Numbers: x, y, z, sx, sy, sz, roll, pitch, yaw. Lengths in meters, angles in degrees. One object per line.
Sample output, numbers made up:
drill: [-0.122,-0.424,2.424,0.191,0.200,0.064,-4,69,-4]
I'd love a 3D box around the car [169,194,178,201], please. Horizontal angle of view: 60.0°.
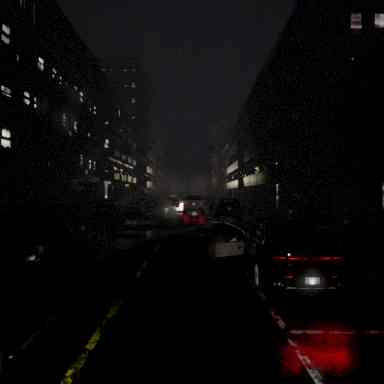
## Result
car: [-5.345,1.518,95.350,2.192,1.841,5.009,0,0,0]

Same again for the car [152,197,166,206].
car: [-5.489,1.599,55.351,1.752,1.417,4.829,0,0,0]

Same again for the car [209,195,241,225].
car: [2.792,1.337,27.038,2.192,1.841,5.009,0,0,0]

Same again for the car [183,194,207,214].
car: [0.197,1.258,35.980,2.150,2.045,5.566,0,0,1]

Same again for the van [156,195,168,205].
van: [-5.466,1.429,61.209,1.690,1.788,3.998,0,0,0]

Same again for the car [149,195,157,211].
car: [-5.548,1.480,38.451,1.967,1.590,4.097,0,0,0]

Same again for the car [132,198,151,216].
car: [-5.569,1.582,32.760,2.008,1.369,4.403,0,0,0]

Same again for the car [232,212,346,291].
car: [2.386,1.508,8.989,1.837,1.490,4.892,0,0,0]

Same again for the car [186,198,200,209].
car: [0.202,1.559,46.238,1.837,1.490,4.892,0,0,1]

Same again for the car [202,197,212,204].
car: [2.932,1.649,66.867,1.887,1.381,4.507,0,0,0]

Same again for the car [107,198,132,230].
car: [-5.609,1.330,21.379,2.192,1.841,5.009,0,0,0]

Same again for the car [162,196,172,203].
car: [-5.428,1.647,72.419,1.752,1.417,4.829,0,0,0]

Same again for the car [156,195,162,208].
car: [-5.507,1.376,49.830,2.192,1.841,5.009,0,0,0]

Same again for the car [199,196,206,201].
car: [3.034,1.785,95.318,1.802,1.307,4.206,0,0,0]

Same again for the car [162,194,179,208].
car: [-2.921,1.537,49.257,1.882,1.535,5.008,0,0,0]

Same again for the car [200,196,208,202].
car: [2.993,1.743,83.937,1.802,1.307,4.206,0,0,0]

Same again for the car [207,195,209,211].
car: [2.832,1.480,38.418,1.967,1.590,4.097,0,0,0]

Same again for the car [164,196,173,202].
car: [-5.407,1.723,78.280,1.802,1.307,4.206,0,0,0]

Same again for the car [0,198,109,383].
car: [-3.085,1.222,4.992,2.150,2.045,5.566,0,0,0]

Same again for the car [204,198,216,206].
car: [2.892,1.656,55.488,1.802,1.307,4.206,0,0,0]

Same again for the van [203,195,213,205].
van: [2.914,1.429,61.177,1.690,1.788,3.998,0,0,0]
